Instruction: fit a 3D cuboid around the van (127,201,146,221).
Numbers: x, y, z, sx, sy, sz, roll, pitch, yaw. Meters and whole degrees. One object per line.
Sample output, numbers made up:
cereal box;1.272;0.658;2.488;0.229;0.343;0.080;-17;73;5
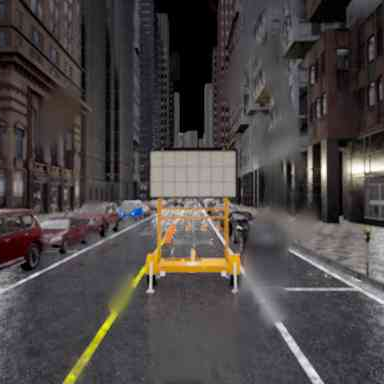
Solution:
van;-5.657;1.718;31.159;1.690;1.788;3.998;0;-1;0

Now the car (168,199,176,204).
car;-5.460;2.691;92.771;1.887;1.381;4.507;0;-1;0

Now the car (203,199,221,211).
car;2.903;1.823;42.349;2.192;1.841;5.009;0;-1;0

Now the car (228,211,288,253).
car;2.813;1.734;14.339;1.947;1.339;4.313;0;-1;0

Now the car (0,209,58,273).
car;-5.729;1.424;8.755;2.192;1.841;5.009;0;-1;0

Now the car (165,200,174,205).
car;-5.496;2.555;81.568;2.008;1.369;4.403;0;-1;0

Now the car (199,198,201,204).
car;2.993;2.439;70.355;1.802;1.307;4.206;0;-1;0

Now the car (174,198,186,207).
car;-2.766;2.360;72.056;1.882;1.535;5.008;0;-1;0

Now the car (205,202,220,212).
car;2.921;2.160;47.948;1.802;1.307;4.206;0;-1;0

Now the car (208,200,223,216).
car;2.867;1.811;31.145;1.967;1.590;4.097;0;-1;0

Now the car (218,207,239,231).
car;2.831;1.801;19.940;1.947;1.339;4.313;0;-1;0

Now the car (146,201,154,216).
car;-5.640;1.969;36.588;1.752;1.417;4.829;0;-1;0

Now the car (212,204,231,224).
car;2.849;1.853;25.541;2.008;1.369;4.403;0;-1;0

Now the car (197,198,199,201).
car;3.065;2.685;92.761;1.887;1.381;4.507;0;-1;0

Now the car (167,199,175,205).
car;-5.478;2.599;87.000;1.752;1.417;4.829;0;-1;0

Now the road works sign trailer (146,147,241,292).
road works sign trailer;0.030;0.574;9.211;2.380;3.560;2.880;0;-1;0

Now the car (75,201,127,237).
car;-5.693;1.557;19.958;2.192;1.841;5.009;0;-1;0

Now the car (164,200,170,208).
car;-5.568;2.164;59.165;1.967;1.590;4.097;0;-1;0

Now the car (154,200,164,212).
car;-5.604;2.024;47.963;1.967;1.590;4.097;0;-1;0

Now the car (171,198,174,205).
car;-5.532;2.429;70.366;1.947;1.339;4.313;0;-1;0

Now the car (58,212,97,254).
car;-5.712;1.757;14.353;1.802;1.307;4.206;0;-1;0
